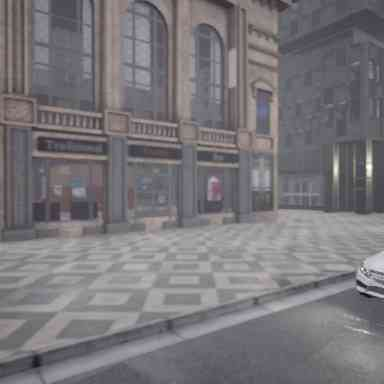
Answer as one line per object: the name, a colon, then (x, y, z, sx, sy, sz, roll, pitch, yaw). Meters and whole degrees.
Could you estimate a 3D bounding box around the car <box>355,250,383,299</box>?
car: (5.512, 1.516, 7.305, 4.674, 1.442, 1.812, 0, 0, -35)
